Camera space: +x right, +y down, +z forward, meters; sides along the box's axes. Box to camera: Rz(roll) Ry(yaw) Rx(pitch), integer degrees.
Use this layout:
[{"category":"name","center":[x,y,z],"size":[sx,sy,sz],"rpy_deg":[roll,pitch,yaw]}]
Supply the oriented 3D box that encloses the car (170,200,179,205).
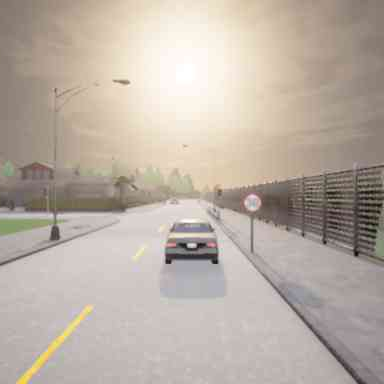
[{"category":"car","center":[-4.045,2.399,77.497],"size":[1.895,1.301,4.718],"rpy_deg":[0,-1,0]}]

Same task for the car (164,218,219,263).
[{"category":"car","center":[0.003,1.679,12.504],"size":[2.033,1.411,5.357],"rpy_deg":[0,-1,0]}]

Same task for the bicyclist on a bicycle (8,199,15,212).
[{"category":"bicyclist on a bicycle","center":[-24.083,1.810,44.377],"size":[0.582,1.620,1.656],"rpy_deg":[0,0,0]}]
